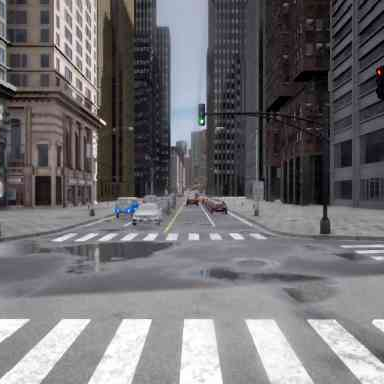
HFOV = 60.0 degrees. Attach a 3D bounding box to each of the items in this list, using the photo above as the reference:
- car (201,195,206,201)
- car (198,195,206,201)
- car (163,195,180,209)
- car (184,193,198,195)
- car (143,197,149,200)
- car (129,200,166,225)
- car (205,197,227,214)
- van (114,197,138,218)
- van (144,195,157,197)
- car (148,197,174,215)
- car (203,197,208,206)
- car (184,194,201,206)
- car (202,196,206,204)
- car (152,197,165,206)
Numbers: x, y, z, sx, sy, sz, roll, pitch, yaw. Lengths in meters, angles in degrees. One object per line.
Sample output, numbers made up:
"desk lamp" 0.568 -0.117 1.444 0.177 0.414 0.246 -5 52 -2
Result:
"car" 2.747 1.561 52.196 1.752 1.417 4.829 0 0 0
"car" 2.719 1.517 90.705 1.967 1.590 4.097 0 0 0
"car" -3.111 1.519 44.308 2.128 1.511 4.902 0 0 0
"car" -0.032 1.541 65.163 2.128 1.511 4.902 0 0 0
"car" -5.796 1.564 35.464 1.887 1.381 4.507 0 0 0
"car" -3.114 1.536 24.006 1.812 1.442 4.674 0 0 -2
"car" 2.759 1.564 35.450 1.887 1.381 4.507 0 0 0
"van" -5.795 1.356 29.939 1.690 1.788 3.998 0 0 0
"van" -5.800 1.371 46.514 1.690 1.788 3.998 0 0 0
"car" -3.116 1.523 34.049 1.837 1.490 4.892 0 0 0
"car" 2.755 1.569 40.976 1.887 1.381 4.507 0 0 0
"car" 0.024 1.516 54.784 1.882 1.535 5.008 0 0 0
"car" 2.751 1.574 46.501 1.887 1.381 4.507 0 0 0
"car" -5.803 1.623 57.564 1.802 1.307 4.206 0 0 0
